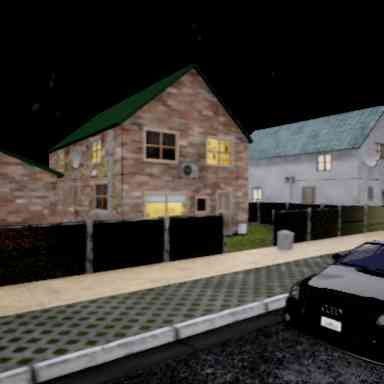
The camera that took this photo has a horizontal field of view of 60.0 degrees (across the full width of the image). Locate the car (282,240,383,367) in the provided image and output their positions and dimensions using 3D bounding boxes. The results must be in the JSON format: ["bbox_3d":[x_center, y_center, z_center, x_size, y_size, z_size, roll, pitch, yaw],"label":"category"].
[{"bbox_3d":[3.448,1.546,5.533,4.181,1.385,1.994,0,0,-36],"label":"car"}]
